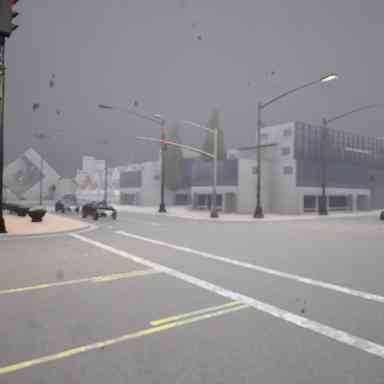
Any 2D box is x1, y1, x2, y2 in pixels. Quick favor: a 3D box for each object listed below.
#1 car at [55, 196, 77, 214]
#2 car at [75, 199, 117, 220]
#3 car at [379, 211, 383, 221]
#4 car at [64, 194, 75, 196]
[{"bbox_3d":[-13.963,1.563,37.151,2.128,1.511,4.902,1,-1,-35],"label":"car"},{"bbox_3d":[-8.060,1.563,28.678,2.128,1.511,4.902,1,-1,-35],"label":"car"},{"bbox_3d":[19.031,1.947,30.504,4.181,1.385,1.994,1,0,-36],"label":"car"},{"bbox_3d":[-20.107,1.368,54.626,2.150,2.045,5.566,1,-1,-21],"label":"car"}]
